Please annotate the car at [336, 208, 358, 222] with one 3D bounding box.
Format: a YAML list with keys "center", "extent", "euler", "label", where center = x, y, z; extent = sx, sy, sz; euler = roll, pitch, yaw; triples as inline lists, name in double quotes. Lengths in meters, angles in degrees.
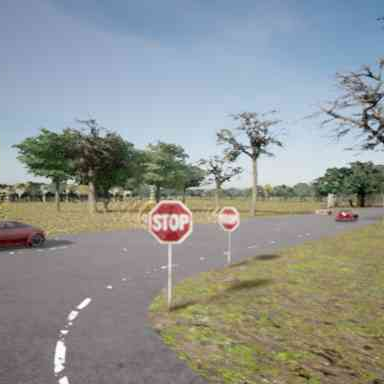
- center: [21.562, 3.116, 46.102]
  extent: [2.097, 1.767, 4.553]
  euler: [0, -1, 35]
  label: "car"

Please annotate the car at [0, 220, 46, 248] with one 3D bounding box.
- center: [-9.362, 2.067, 16.146]
  extent: [1.994, 1.385, 4.181]
  euler: [0, -1, 37]
  label: "car"

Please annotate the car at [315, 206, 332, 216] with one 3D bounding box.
- center: [24.351, 3.449, 61.493]
  extent: [2.097, 1.767, 4.553]
  euler: [0, -1, 37]
  label: "car"
